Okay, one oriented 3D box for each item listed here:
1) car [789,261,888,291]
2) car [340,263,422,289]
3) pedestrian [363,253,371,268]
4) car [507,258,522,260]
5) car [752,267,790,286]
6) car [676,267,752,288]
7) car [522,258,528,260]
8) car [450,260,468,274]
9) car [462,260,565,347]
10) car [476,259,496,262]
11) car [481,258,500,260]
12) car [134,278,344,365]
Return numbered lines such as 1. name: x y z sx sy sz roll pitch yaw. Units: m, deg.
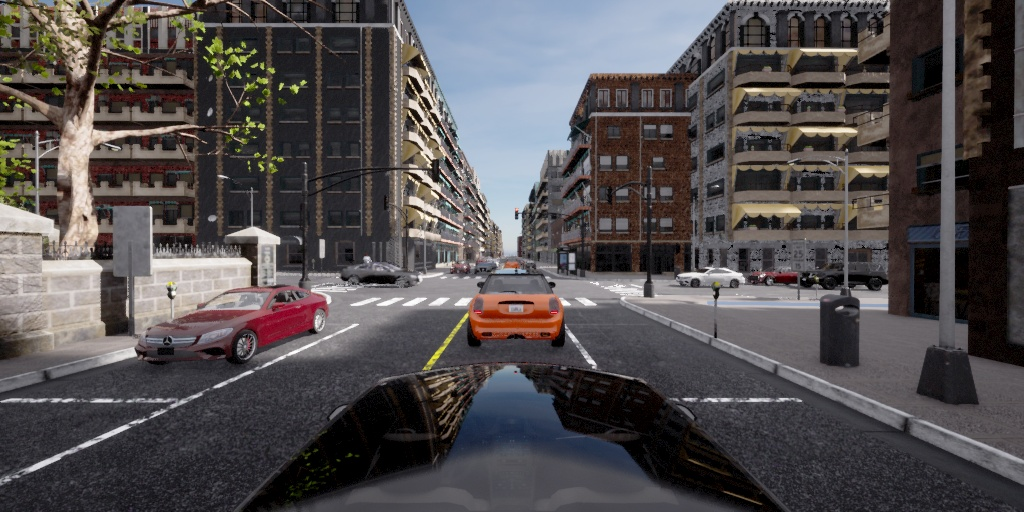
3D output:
1. car: 24.216 1.417 26.364 5.566 2.045 2.150 1 0 -1
2. car: -8.238 1.196 22.721 4.902 1.511 2.128 2 0 -1
3. pedestrian: -12.764 0.651 31.386 0.375 1.860 0.375 0 -1 -1
4. car: 0.012 1.100 50.700 2.097 1.767 4.553 0 0 0
5. car: 21.334 1.570 28.889 4.097 1.591 1.967 0 0 -1
6. car: 14.474 1.549 26.234 4.674 1.442 1.812 1 0 -2
7. car: 2.605 1.298 51.692 2.007 1.370 4.403 0 0 0
8. car: -5.756 1.187 40.406 1.967 1.591 4.097 0 0 0
9. car: 0.113 1.101 9.507 2.097 1.767 4.553 0 0 1
10. car: -3.160 1.312 41.004 1.994 1.385 4.181 0 0 0
11. car: -3.171 1.312 49.978 1.994 1.385 4.181 0 0 0
12. car: -5.700 1.331 7.995 1.802 1.307 4.207 0 0 0
